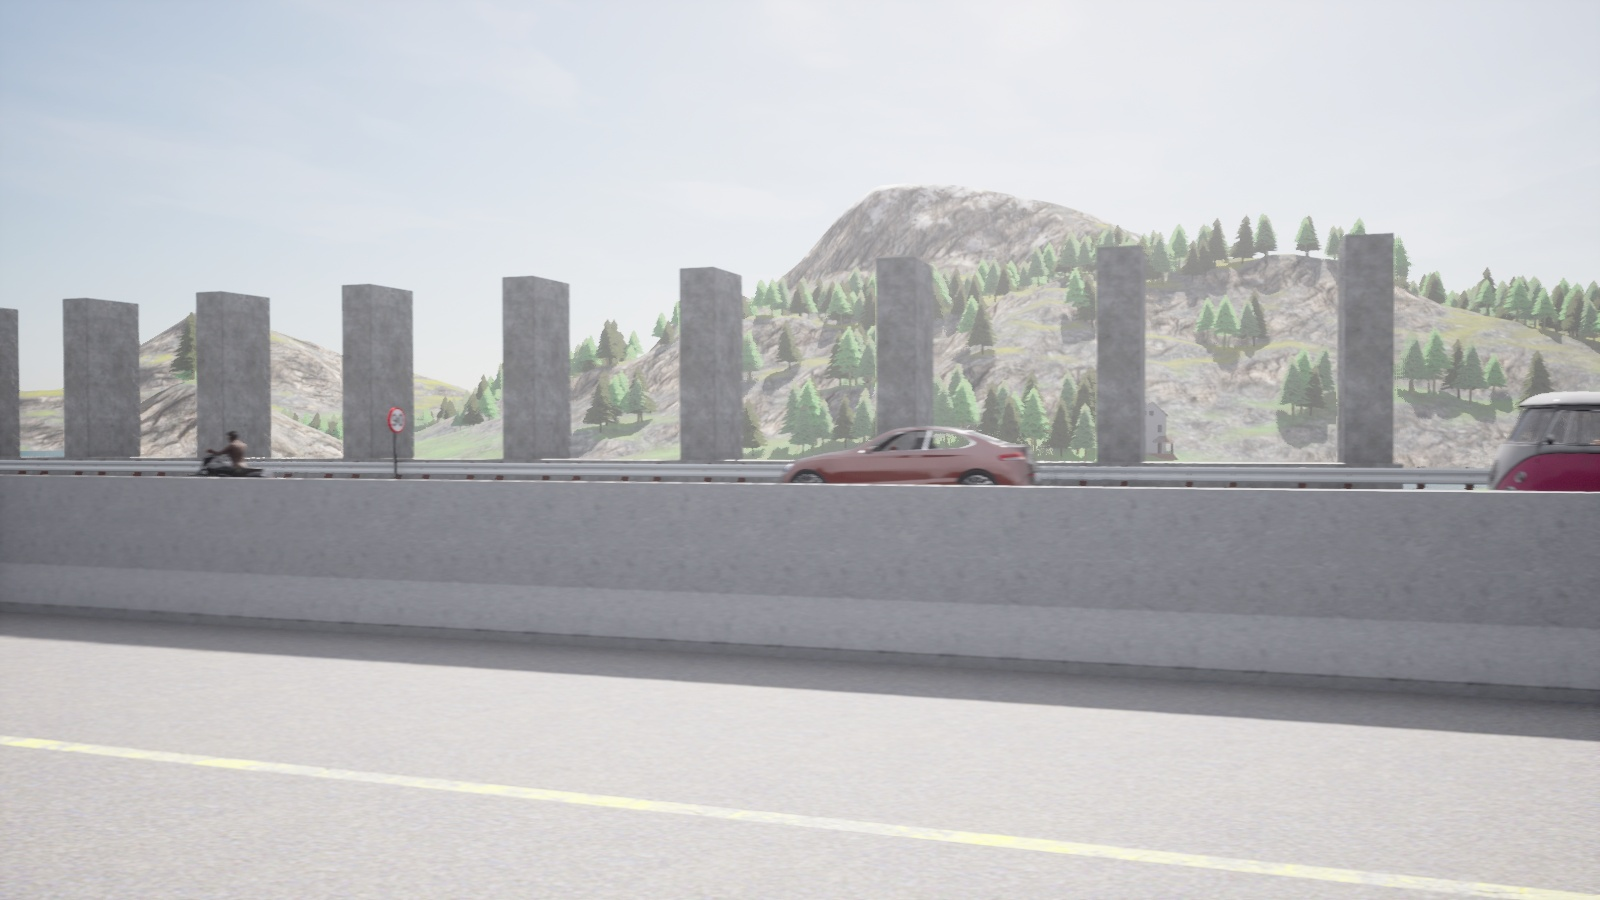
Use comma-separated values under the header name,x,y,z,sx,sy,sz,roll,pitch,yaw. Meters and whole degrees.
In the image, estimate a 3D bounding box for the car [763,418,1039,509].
name,x,y,z,sx,sy,sz,roll,pitch,yaw
car,2.001,0.218,24.675,5.027,1.651,2.152,1,1,19

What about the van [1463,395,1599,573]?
name,x,y,z,sx,sy,sz,roll,pitch,yaw
van,10.310,0.389,14.492,4.442,1.987,1.775,1,1,19

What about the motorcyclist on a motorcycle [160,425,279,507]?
name,x,y,z,sx,sy,sz,roll,pitch,yaw
motorcyclist on a motorcycle,-11.999,0.316,25.953,2.350,1.649,0.766,0,1,19
